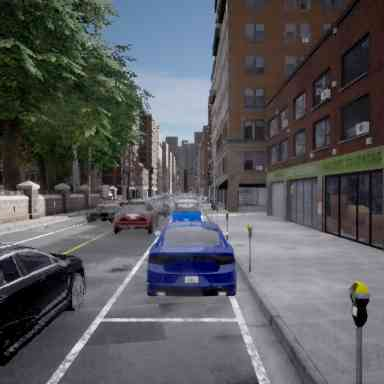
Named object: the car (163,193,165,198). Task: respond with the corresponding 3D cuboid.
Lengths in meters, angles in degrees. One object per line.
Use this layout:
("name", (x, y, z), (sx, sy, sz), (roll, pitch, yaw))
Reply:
("car", (-8.815, 1.450, 86.079), (2.008, 1.369, 4.403), (0, 0, 0))

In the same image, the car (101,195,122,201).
("car", (-8.815, 1.291, 36.940), (2.192, 1.841, 5.009), (0, 0, 0))

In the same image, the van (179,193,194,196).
("van", (-0.290, 1.317, 36.980), (1.690, 1.788, 3.998), (0, 0, 0))

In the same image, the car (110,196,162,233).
("car", (-3.141, 1.346, 19.556), (2.097, 1.767, 4.553), (0, 0, -1))

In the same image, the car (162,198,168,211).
("car", (-3.051, 1.547, 30.632), (1.994, 1.385, 4.181), (0, 0, 0))

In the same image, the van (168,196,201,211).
("van", (-0.290, 1.333, 19.998), (1.690, 1.788, 3.998), (0, 0, 0))

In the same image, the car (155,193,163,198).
("car", (-8.815, 1.432, 80.459), (1.752, 1.417, 4.829), (0, 0, 0))

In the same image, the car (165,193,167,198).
("car", (-8.815, 1.438, 91.530), (1.887, 1.381, 4.507), (0, 0, 0))

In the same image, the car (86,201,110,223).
("car", (-6.249, 1.589, 24.490), (1.895, 1.301, 4.718), (0, 0, 0))

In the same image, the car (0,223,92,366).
("car", (-3.048, 1.492, 4.775), (2.128, 1.511, 4.902), (0, 0, 0))

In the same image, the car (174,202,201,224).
("car", (-0.290, 1.532, 25.659), (1.887, 1.381, 4.507), (0, 0, 0))

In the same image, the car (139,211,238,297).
("car", (-0.005, 1.475, 8.650), (1.882, 1.535, 5.008), (0, 0, 0))
